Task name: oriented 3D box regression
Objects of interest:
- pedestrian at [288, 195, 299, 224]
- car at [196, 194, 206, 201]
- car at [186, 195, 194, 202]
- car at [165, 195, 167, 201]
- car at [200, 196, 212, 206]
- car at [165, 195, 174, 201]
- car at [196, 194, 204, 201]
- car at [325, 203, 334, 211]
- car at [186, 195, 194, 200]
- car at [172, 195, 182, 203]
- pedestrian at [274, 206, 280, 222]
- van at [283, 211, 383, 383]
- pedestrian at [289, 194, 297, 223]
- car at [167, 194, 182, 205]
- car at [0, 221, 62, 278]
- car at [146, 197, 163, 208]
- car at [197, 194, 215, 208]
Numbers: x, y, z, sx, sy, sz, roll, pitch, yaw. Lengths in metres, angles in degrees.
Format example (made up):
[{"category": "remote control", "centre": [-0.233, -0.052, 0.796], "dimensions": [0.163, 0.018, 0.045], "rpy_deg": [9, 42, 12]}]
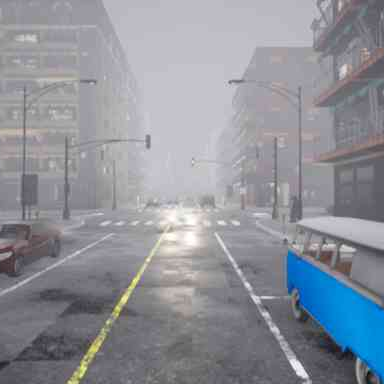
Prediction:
[{"category": "pedestrian", "centre": [6.568, 1.107, 21.292], "dimensions": [0.375, 1.860, 0.375], "rpy_deg": [1, -1, 0]}, {"category": "car", "centre": [2.103, 1.312, 81.667], "dimensions": [2.192, 1.841, 5.009], "rpy_deg": [1, 0, 0]}, {"category": "car", "centre": [-0.457, 1.531, 78.294], "dimensions": [1.994, 1.385, 4.181], "rpy_deg": [0, 0, 0]}, {"category": "car", "centre": [-5.613, 1.522, 53.778], "dimensions": [1.947, 1.339, 4.313], "rpy_deg": [1, 0, 0]}, {"category": "car", "centre": [2.266, 1.482, 54.038], "dimensions": [1.752, 1.417, 4.829], "rpy_deg": [1, 0, 0]}, {"category": "car", "centre": [-5.813, 1.570, 87.149], "dimensions": [2.008, 1.369, 4.403], "rpy_deg": [1, 0, 0]}, {"category": "car", "centre": [2.068, 1.460, 87.231], "dimensions": [1.967, 1.590, 4.097], "rpy_deg": [1, 0, 0]}, {"category": "car", "centre": [13.581, 1.407, 28.094], "dimensions": [4.403, 1.369, 2.008], "rpy_deg": [0, -1, 0]}, {"category": "car", "centre": [-0.516, 1.395, 88.303], "dimensions": [2.033, 1.411, 5.357], "rpy_deg": [0, 0, 0]}, {"category": "car", "centre": [-3.168, 1.493, 71.563], "dimensions": [1.812, 1.442, 4.674], "rpy_deg": [0, 0, 0]}, {"category": "pedestrian", "centre": [5.778, 1.490, 22.547], "dimensions": [0.500, 1.100, 0.500], "rpy_deg": [1, -1, 0]}, {"category": "van", "centre": [2.527, 1.336, 4.598], "dimensions": [1.690, 1.788, 3.998], "rpy_deg": [1, 0, 0]}, {"category": "pedestrian", "centre": [6.666, 1.099, 21.960], "dimensions": [0.375, 1.860, 0.375], "rpy_deg": [1, -1, 0]}, {"category": "car", "centre": [-3.149, 1.520, 56.433], "dimensions": [1.994, 1.385, 4.181], "rpy_deg": [0, 0, 0]}, {"category": "car", "centre": [-5.358, 1.571, 10.138], "dimensions": [1.802, 1.307, 4.206], "rpy_deg": [1, 0, 0]}, {"category": "car", "centre": [-5.581, 1.525, 48.217], "dimensions": [1.947, 1.339, 4.313], "rpy_deg": [1, 0, 0]}, {"category": "car", "centre": [2.303, 1.275, 48.309], "dimensions": [2.192, 1.841, 5.009], "rpy_deg": [1, 0, 0]}]
